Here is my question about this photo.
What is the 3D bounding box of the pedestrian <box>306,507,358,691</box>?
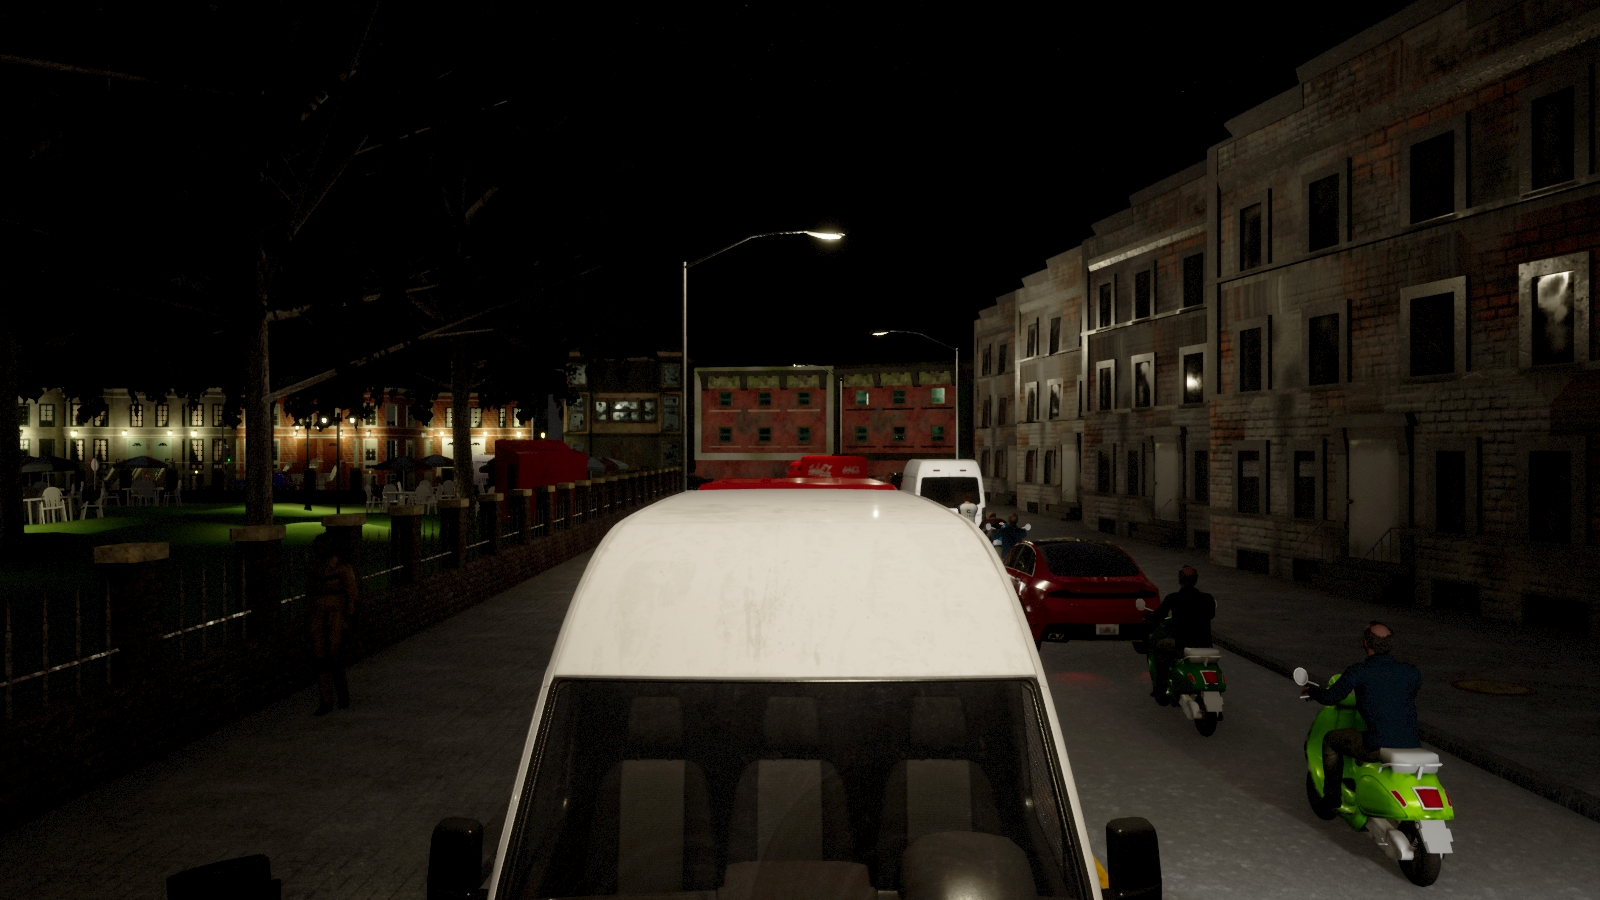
[{"bbox_3d":[-4.832,1.525,11.806,0.375,1.860,0.375,0,0,0],"label":"pedestrian"}]

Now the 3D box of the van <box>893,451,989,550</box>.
[{"bbox_3d":[3.906,1.314,32.634,1.988,2.561,5.915,0,0,0],"label":"van"}]

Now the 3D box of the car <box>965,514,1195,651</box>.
[{"bbox_3d":[3.953,1.841,17.118,2.231,1.480,4.892,0,0,0],"label":"car"}]

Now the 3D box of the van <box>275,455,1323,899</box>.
[{"bbox_3d":[-0.006,1.314,5.127,1.988,2.561,5.915,0,0,0],"label":"van"}]
